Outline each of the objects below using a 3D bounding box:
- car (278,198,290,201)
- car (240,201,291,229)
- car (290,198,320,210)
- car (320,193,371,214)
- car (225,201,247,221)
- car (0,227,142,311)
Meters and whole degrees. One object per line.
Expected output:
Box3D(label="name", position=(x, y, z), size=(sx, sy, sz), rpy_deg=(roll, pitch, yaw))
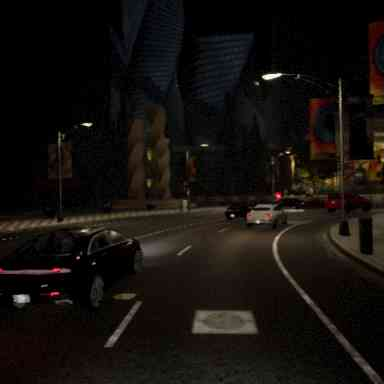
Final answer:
Box3D(label="car", position=(12.572, 1.502, 44.489), size=(4.674, 1.442, 1.812), rpy_deg=(-1, 0, -30))
Box3D(label="car", position=(4.973, 1.539, 21.881), size=(1.812, 1.442, 4.674), rpy_deg=(-2, -1, 27))
Box3D(label="car", position=(14.893, 1.486, 41.817), size=(4.181, 1.385, 1.994), rpy_deg=(-1, 0, -29))
Box3D(label="car", position=(16.031, 1.077, 34.033), size=(5.566, 2.045, 2.150), rpy_deg=(-1, 0, -34))
Box3D(label="car", position=(4.502, 1.556, 27.619), size=(1.837, 1.490, 4.892), rpy_deg=(-2, -1, 35))
Box3D(label="car", position=(-2.597, 1.585, 7.998), size=(2.128, 1.511, 4.902), rpy_deg=(-1, 0, 6))
